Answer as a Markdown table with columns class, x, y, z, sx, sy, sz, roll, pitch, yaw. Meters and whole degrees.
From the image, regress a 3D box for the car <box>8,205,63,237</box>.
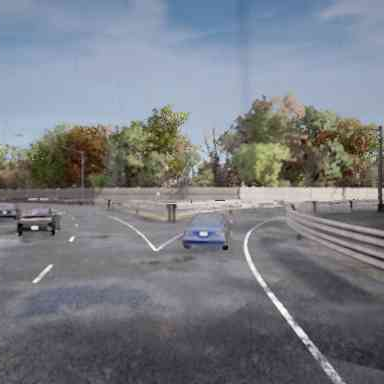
| class | x | y | z | sx | sy | sz | roll | pitch | yaw |
| --- | --- | --- | --- | --- | --- | --- | --- | --- | --- |
| car | -8.496 | 1.576 | 18.826 | 2.128 | 1.511 | 4.902 | 0 | 0 | -17 |

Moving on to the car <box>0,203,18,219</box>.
| class | x | y | z | sx | sy | sz | roll | pitch | yaw |
| --- | --- | --- | --- | --- | --- | --- | --- | --- | --- |
| car | -15.726 | 1.677 | 28.553 | 2.033 | 1.411 | 5.357 | 0 | 0 | -23 |

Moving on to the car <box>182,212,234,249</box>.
| class | x | y | z | sx | sy | sz | roll | pitch | yaw |
| --- | --- | --- | --- | --- | --- | --- | --- | --- | --- |
| car | 0.808 | 1.613 | 14.851 | 2.033 | 1.411 | 5.357 | 0 | 0 | 9 |
